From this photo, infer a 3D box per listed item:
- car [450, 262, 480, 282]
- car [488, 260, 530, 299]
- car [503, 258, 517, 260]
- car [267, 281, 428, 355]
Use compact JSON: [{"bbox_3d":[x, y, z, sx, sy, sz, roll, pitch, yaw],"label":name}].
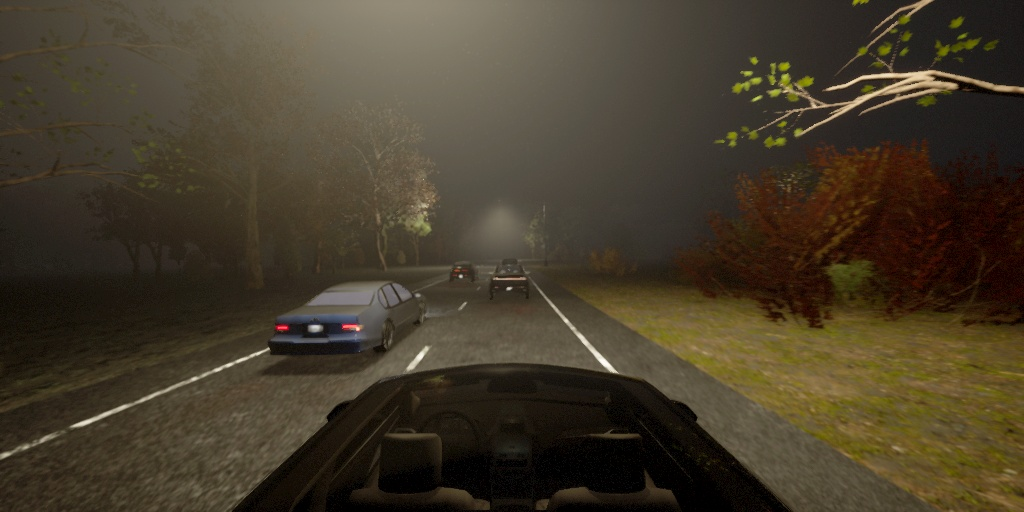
[{"bbox_3d":[-3.645,1.180,27.872,1.837,1.490,4.892,-1,0,0],"label":"car"},{"bbox_3d":[-0.125,1.166,17.586,2.128,1.511,4.902,-1,0,0],"label":"car"},{"bbox_3d":[-0.179,0.938,35.728,2.097,1.767,4.553,-1,0,0],"label":"car"},{"bbox_3d":[-3.507,1.314,8.828,2.033,1.411,5.357,-1,0,-1],"label":"car"}]
